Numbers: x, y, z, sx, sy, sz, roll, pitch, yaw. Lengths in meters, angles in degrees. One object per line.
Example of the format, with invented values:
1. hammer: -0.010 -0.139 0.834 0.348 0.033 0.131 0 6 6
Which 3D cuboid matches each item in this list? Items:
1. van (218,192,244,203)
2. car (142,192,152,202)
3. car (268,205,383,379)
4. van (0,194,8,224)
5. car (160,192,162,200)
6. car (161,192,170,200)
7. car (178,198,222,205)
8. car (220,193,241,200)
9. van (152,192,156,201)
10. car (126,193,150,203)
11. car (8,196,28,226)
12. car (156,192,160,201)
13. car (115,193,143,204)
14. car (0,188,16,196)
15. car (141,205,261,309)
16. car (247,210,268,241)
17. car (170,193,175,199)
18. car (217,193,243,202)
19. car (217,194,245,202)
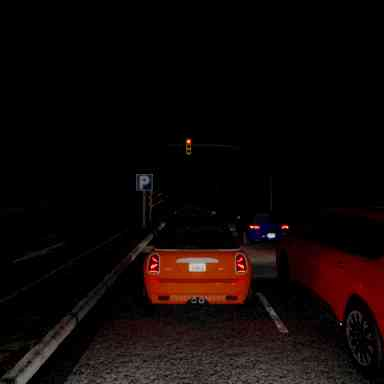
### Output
1. van: 7.152 1.036 62.928 4.442 1.987 1.878 1 0 -14
2. car: -10.932 1.309 63.287 5.366 1.575 1.946 -1 0 -15
3. car: 3.099 1.229 5.660 2.150 2.045 5.566 0 0 -1
4. van: -13.642 1.294 19.505 4.442 1.987 1.878 -1 0 -20
5. car: -9.798 1.352 75.248 4.674 1.452 2.002 -1 0 -13
6. car: -8.630 1.349 84.234 4.674 1.452 2.002 -1 0 -12
7. car: 0.141 1.376 16.696 2.097 1.767 4.553 0 0 0
8. car: 9.289 1.121 80.602 4.553 1.767 2.185 1 0 -12
9. van: -10.386 1.086 69.280 4.442 1.987 1.878 -1 0 -14
10. car: -10.845 1.189 66.239 4.553 1.767 2.185 -1 0 -14
11. car: -13.673 1.400 22.483 4.553 1.767 2.185 -1 0 -19
12. car: -10.164 1.314 72.252 4.892 1.521 2.231 -1 0 -14
13. car: -11.570 1.352 60.294 4.792 1.488 2.163 -1 0 -15
14. car: -28.272 0.132 51.126 2.002 1.452 4.674 6 -3 -20
15. car: 0.101 1.363 8.049 2.097 1.767 4.553 0 0 0
16. car: 3.130 1.547 15.354 1.812 1.442 4.674 0 0 0
17. car: -8.186 1.057 87.241 5.566 2.045 2.435 -1 0 -12
18. car: 7.529 1.135 65.898 4.553 1.767 2.185 1 0 -14
19. car: 8.059 1.257 68.893 5.366 1.575 1.946 1 0 -13
